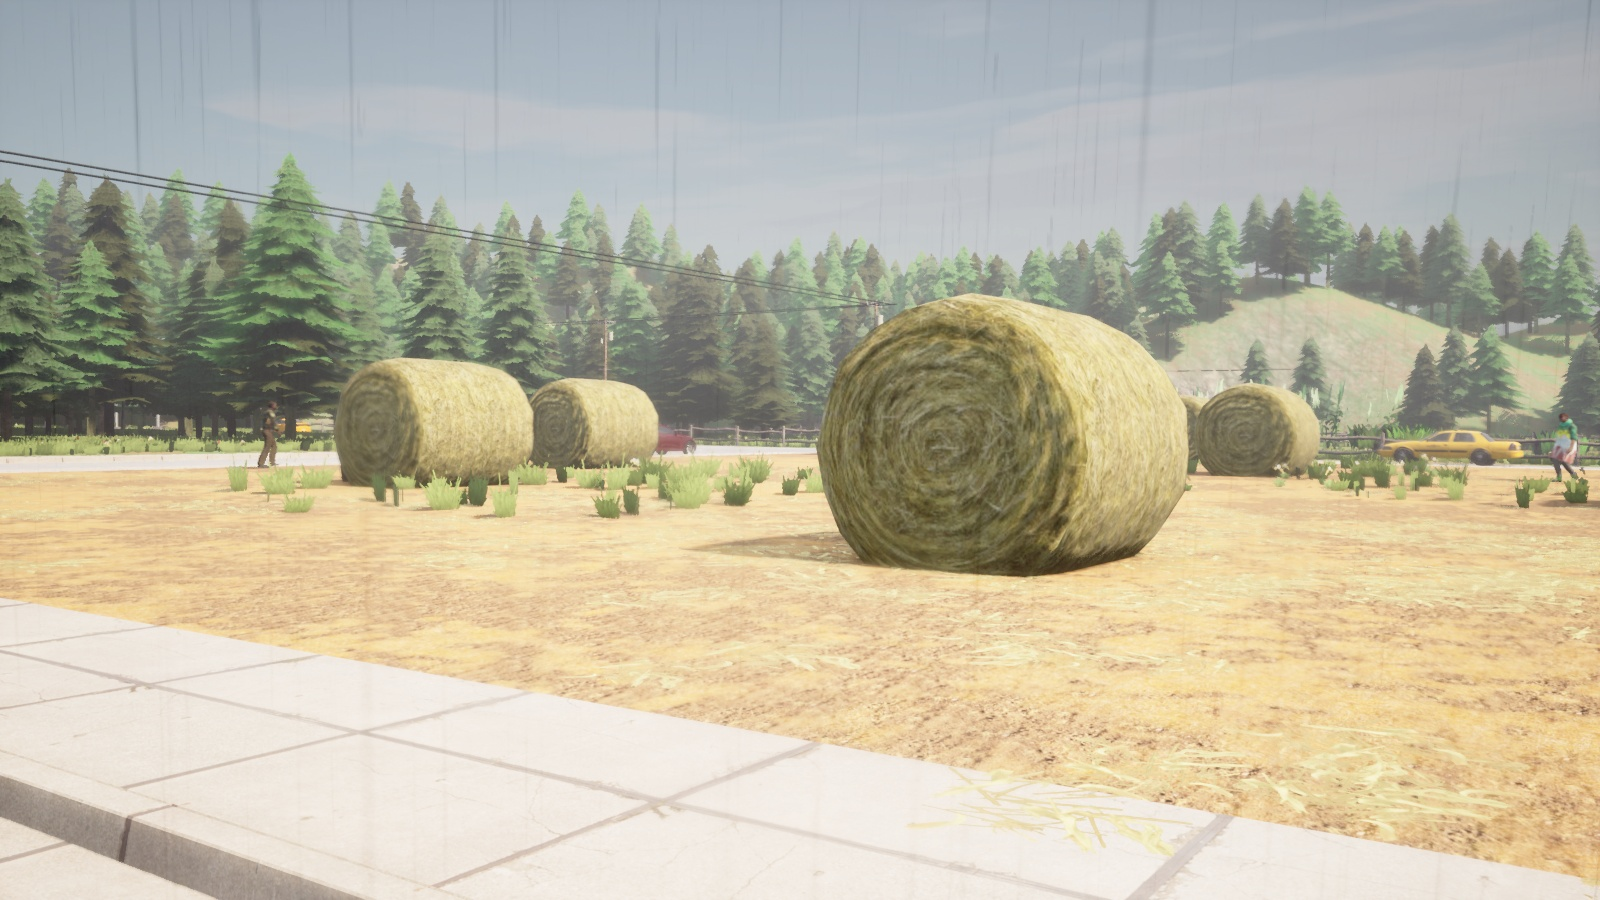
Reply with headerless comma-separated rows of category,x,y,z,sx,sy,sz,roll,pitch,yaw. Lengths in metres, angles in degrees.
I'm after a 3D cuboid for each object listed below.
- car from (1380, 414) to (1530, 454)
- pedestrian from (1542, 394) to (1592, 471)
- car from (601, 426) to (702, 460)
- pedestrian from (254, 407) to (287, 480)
car,27.477,-0.672,52.795,5.366,1.575,1.801,0,1,38
pedestrian,19.731,-0.457,32.322,0.873,1.952,0.659,-1,1,-12
car,-6.605,-0.326,56.305,1.812,1.442,4.674,0,1,35
pedestrian,-14.162,-0.176,33.594,0.692,1.930,0.395,-1,2,-38
